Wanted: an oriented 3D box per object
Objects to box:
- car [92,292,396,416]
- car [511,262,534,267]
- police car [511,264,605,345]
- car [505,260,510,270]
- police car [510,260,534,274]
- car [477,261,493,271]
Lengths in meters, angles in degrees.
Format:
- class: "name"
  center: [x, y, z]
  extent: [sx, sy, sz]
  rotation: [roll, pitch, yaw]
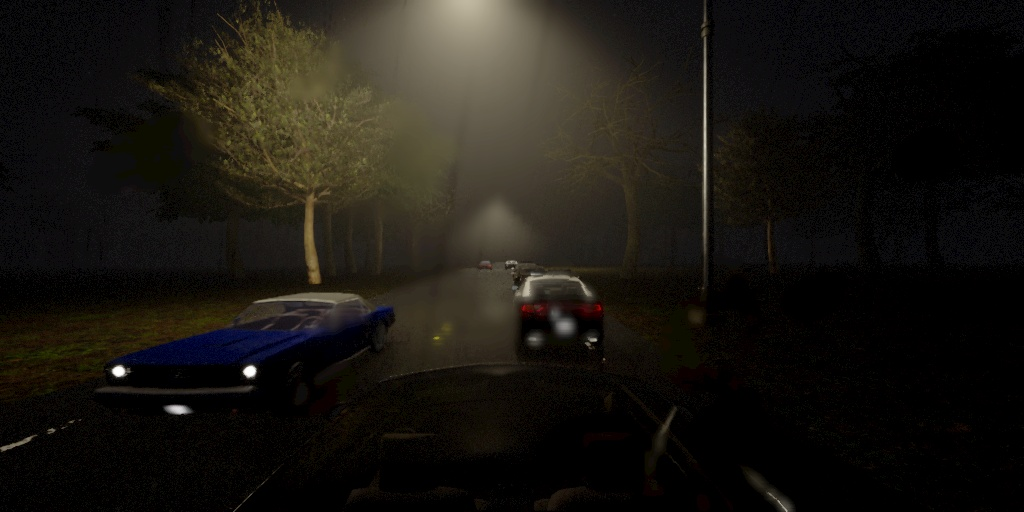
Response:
- class: "car"
  center: [-3.610, 1.352, 6.083]
  extent: [1.895, 1.301, 4.718]
  rotation: [0, 0, 0]
- class: "car"
  center: [1.013, 1.263, 19.516]
  extent: [1.837, 1.490, 4.892]
  rotation: [0, 0, 0]
- class: "police car"
  center: [1.033, 1.178, 9.623]
  extent: [1.930, 1.638, 5.238]
  rotation: [0, 0, 0]
- class: "car"
  center: [-0.037, 1.393, 52.779]
  extent: [1.895, 1.301, 4.718]
  rotation: [0, 0, 0]
- class: "police car"
  center: [1.001, 1.185, 25.626]
  extent: [1.930, 1.638, 5.238]
  rotation: [0, 0, 0]
- class: "car"
  center: [-3.694, 1.352, 50.032]
  extent: [1.994, 1.385, 4.181]
  rotation: [0, 0, 0]
